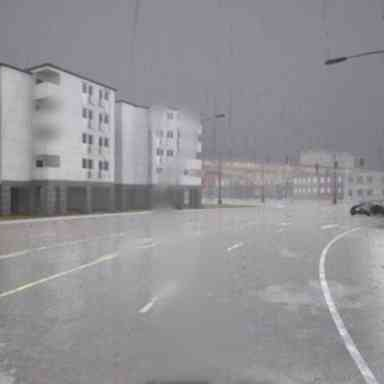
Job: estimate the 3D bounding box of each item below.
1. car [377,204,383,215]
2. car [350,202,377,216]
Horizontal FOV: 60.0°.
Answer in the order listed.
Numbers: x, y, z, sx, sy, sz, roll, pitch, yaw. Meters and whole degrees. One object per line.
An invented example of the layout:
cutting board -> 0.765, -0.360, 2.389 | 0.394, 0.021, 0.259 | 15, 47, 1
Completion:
car -> 19.643, 1.652, 31.030 | 4.892, 1.490, 1.837 | 0, 0, -35
car -> 18.167, 1.724, 34.264 | 4.181, 1.385, 1.994 | 0, 0, -34
